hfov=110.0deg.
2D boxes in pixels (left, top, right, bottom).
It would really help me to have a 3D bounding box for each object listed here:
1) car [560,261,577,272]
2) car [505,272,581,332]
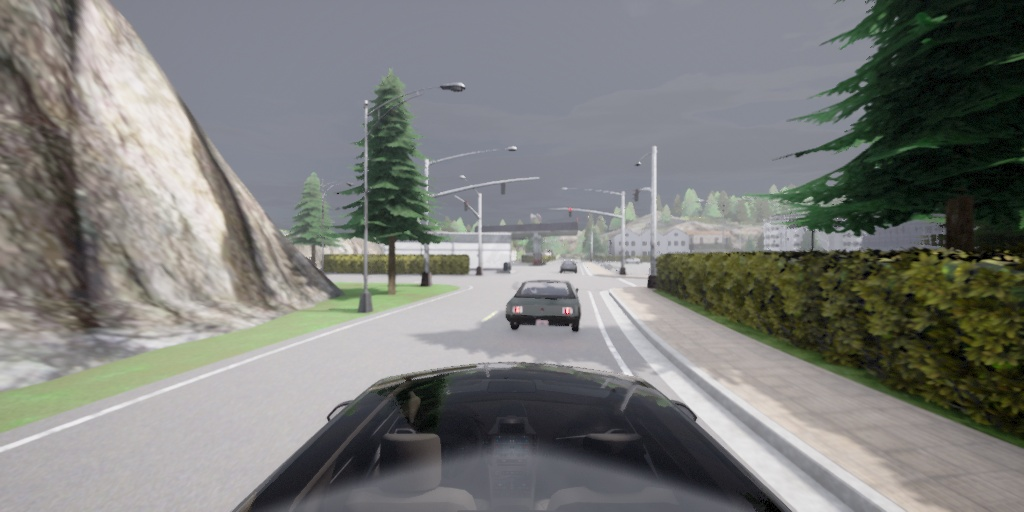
[{"bbox_3d":[6.883,1.286,43.448,1.994,1.385,4.181,0,0,10],"label":"car"},{"bbox_3d":[1.085,1.344,10.901,1.895,1.301,4.718,0,0,9],"label":"car"}]
